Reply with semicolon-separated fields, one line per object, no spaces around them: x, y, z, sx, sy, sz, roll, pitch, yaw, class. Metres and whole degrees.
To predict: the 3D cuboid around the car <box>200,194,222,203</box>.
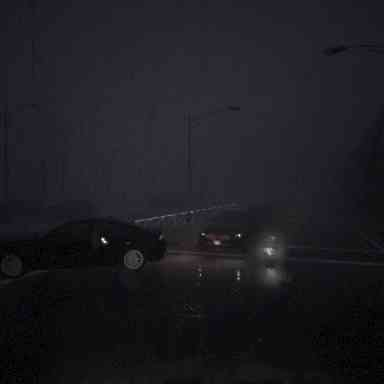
3.556;1.203;62.923;3.806;1.475;1.970;0;0;19;car

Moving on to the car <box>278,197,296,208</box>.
13.656;1.469;47.619;2.128;1.511;4.902;0;0;19;car

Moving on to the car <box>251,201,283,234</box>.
4.010;1.490;19.260;1.837;1.490;4.892;0;0;19;car

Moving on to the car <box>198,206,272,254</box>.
1.851;1.514;13.856;1.812;1.442;4.674;0;0;25;car

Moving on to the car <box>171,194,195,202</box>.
-1.939;1.259;68.659;4.514;1.523;2.007;0;0;19;car

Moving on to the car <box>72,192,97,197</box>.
-18.333;1.250;53.743;4.514;1.523;2.007;0;0;19;car

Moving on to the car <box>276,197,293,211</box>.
11.762;1.484;42.047;1.837;1.490;4.892;0;0;19;car

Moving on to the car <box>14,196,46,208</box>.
-21.589;1.274;44.296;3.633;1.501;1.845;0;0;19;car

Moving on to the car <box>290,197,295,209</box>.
9.877;1.545;36.495;1.994;1.385;4.181;0;0;19;car

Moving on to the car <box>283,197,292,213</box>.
7.824;1.487;30.461;1.837;1.490;4.892;0;0;19;car

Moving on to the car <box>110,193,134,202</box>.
-13.651;1.047;65.308;4.605;1.855;1.932;0;0;19;car

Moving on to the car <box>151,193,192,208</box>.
-2.864;1.075;41.745;4.605;1.855;1.932;0;0;19;car

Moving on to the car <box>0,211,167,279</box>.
-3.261;1.475;9.843;5.008;1.535;1.882;0;0;-15;car

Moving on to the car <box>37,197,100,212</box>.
-8.974;1.356;24.194;3.633;1.501;1.845;0;0;19;car

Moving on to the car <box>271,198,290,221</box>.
5.934;1.475;24.902;2.128;1.511;4.902;0;0;19;car

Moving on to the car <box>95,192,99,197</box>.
-21.692;1.299;68.001;3.806;1.475;1.970;0;0;19;car

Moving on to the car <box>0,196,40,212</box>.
-15.041;1.356;29.404;3.806;1.475;1.970;0;0;19;car

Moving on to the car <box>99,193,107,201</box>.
-20.043;1.015;70.952;3.866;1.878;1.905;0;0;19;car

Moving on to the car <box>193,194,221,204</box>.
1.798;1.127;56.743;5.027;1.636;2.152;0;0;19;car
